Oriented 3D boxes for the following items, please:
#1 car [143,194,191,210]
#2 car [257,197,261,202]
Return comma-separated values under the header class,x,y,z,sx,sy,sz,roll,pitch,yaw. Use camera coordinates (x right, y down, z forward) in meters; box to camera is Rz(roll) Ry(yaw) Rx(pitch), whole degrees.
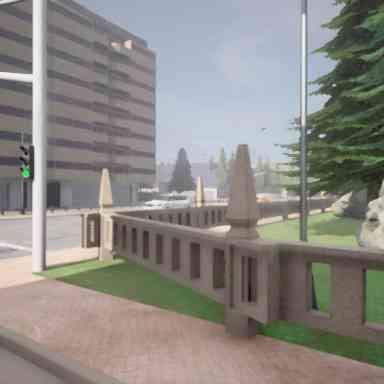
class,x,y,z,sx,sy,sz,roll,pitch,yaw
car,-2.345,1.217,32.854,2.150,2.045,5.566,0,0,35
car,9.957,1.476,50.416,1.882,1.535,5.008,0,0,35
